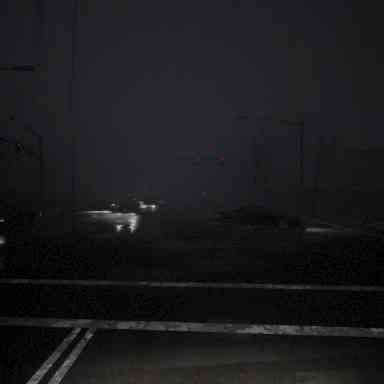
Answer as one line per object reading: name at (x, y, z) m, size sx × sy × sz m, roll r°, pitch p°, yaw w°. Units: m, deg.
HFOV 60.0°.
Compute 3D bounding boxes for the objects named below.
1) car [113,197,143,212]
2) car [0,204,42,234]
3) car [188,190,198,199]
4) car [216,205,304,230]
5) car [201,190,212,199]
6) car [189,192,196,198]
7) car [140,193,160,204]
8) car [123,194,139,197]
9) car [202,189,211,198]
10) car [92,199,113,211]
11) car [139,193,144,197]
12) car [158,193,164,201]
car at (-7.016, 1.543, 37.134) m, size 1.895 × 1.301 × 4.718 m, roll 0°, pitch 0°, yaw 0°
car at (-10.559, 1.490, 19.346) m, size 2.128 × 1.511 × 4.902 m, roll 0°, pitch 0°, yaw 0°
car at (0.181, 0.604, 76.503) m, size 2.150 × 2.045 × 5.566 m, roll 0°, pitch 1°, yaw 0°
car at (4.218, 1.532, 20.985) m, size 5.357 × 1.411 × 2.033 m, roll 0°, pitch 0°, yaw 22°
car at (3.685, 0.910, 77.567) m, size 1.994 × 1.385 × 4.181 m, roll 0°, pitch 1°, yaw 0°
car at (0.207, 0.685, 87.179) m, size 1.812 × 1.442 × 4.674 m, roll 0°, pitch 1°, yaw 0°
car at (-6.960, 1.357, 55.397) m, size 1.895 × 1.301 × 4.718 m, roll 0°, pitch 1°, yaw 0°
car at (-10.466, 1.320, 54.049) m, size 2.033 × 1.411 × 5.357 m, roll 0°, pitch 1°, yaw 0°
car at (3.708, 0.378, 87.560) m, size 2.150 × 2.045 × 5.566 m, roll 0°, pitch 1°, yaw 0°
car at (-10.508, 1.492, 39.802) m, size 1.994 × 1.385 × 4.181 m, roll 0°, pitch 0°, yaw 0°
car at (-10.338, 1.060, 68.646) m, size 2.128 × 1.511 × 4.902 m, roll 0°, pitch 1°, yaw 0°
car at (-6.836, 1.003, 69.250) m, size 1.882 × 1.535 × 5.008 m, roll 0°, pitch 1°, yaw 0°
